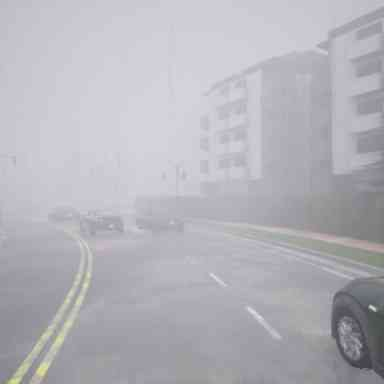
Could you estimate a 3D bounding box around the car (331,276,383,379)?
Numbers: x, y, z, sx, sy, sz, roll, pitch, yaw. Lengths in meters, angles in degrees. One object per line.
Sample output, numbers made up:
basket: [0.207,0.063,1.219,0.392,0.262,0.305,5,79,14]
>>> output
car: [3.173,1.364,3.009,2.097,1.767,4.553,0,-1,-4]

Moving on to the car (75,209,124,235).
car: [-5.531,1.731,20.162,1.812,1.442,4.674,0,-1,-29]

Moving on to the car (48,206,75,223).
car: [-11.030,1.870,28.758,1.994,1.385,4.181,0,-1,-35]

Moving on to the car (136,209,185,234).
car: [-2.082,1.759,20.908,1.994,1.385,4.181,0,0,-27]
